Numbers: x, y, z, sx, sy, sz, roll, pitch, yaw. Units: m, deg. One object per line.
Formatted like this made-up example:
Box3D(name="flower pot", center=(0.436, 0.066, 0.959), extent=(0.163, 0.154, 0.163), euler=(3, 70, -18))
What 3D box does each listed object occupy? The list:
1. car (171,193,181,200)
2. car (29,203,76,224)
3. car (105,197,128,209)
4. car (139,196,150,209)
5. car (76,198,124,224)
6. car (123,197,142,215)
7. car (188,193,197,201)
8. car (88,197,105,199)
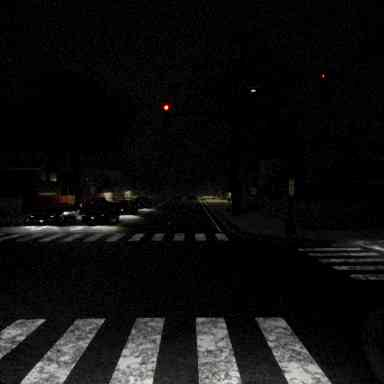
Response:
Box3D(name="car", center=(-3.184, 0.937, 67.802), extent=(2.128, 1.511, 4.902), euler=(0, 1, 0))
Box3D(name="car", center=(-9.863, 1.511, 24.432), extent=(2.033, 1.411, 5.357), euler=(0, 0, 0))
Box3D(name="car", center=(-9.862, 1.432, 43.863), extent=(1.895, 1.301, 4.718), euler=(0, 1, 0))
Box3D(name="car", center=(-6.610, 1.336, 43.813), extent=(1.837, 1.490, 4.892), euler=(0, 1, 0))
Box3D(name="car", center=(-6.611, 1.468, 24.512), extent=(1.837, 1.490, 4.892), euler=(0, 0, 0))
Box3D(name="car", center=(-6.612, 1.499, 33.409), extent=(1.994, 1.385, 4.181), euler=(0, 0, 0))
Box3D(name="car", center=(0.070, 0.935, 67.114), extent=(1.882, 1.535, 5.008), euler=(0, 1, 0))
Box3D(name="car", center=(-9.865, 1.285, 33.816), extent=(2.097, 1.767, 4.553), euler=(0, 0, 0))
